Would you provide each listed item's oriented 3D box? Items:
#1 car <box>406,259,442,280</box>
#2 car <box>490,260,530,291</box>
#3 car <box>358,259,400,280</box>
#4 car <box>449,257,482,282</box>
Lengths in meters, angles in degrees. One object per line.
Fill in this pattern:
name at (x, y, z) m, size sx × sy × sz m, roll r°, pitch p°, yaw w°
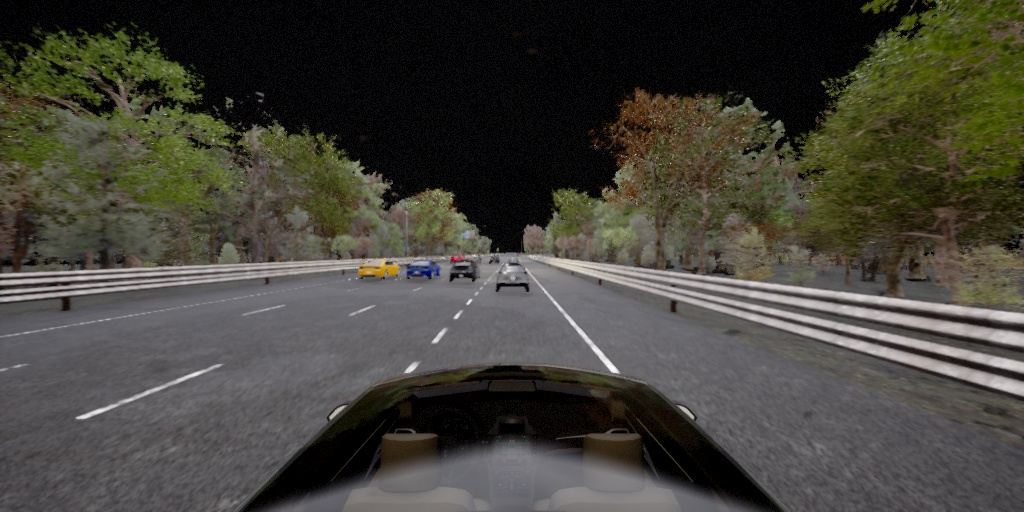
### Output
car at (-6.910, 1.007, 28.514) m, size 1.882 × 1.535 × 5.008 m, roll 0°, pitch 1°, yaw 0°
car at (0.052, 1.142, 20.510) m, size 2.033 × 1.411 × 5.357 m, roll 0°, pitch 0°, yaw 1°
car at (-10.410, 1.007, 28.493) m, size 1.882 × 1.535 × 5.008 m, roll 0°, pitch 1°, yaw 0°
car at (-3.417, 1.052, 26.601) m, size 1.837 × 1.490 × 4.892 m, roll 0°, pitch 1°, yaw 0°
